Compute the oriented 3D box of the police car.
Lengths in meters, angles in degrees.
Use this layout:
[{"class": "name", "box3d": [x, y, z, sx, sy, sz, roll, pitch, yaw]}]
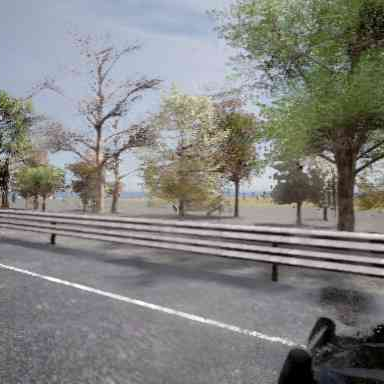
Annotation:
[{"class": "police car", "box3d": [3.078, 1.435, 1.668, 5.238, 1.638, 1.930, 0, 0, 35]}]
